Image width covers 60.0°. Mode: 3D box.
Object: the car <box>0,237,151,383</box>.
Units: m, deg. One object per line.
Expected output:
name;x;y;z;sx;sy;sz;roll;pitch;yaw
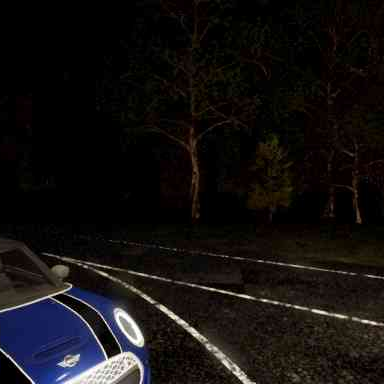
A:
car;-2.619;1.338;3.748;4.553;1.767;2.097;1;0;35
